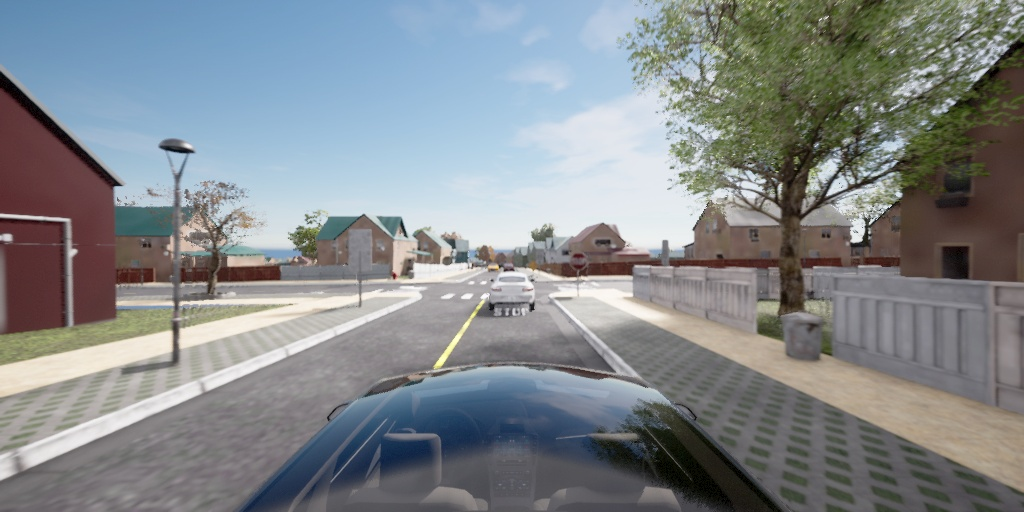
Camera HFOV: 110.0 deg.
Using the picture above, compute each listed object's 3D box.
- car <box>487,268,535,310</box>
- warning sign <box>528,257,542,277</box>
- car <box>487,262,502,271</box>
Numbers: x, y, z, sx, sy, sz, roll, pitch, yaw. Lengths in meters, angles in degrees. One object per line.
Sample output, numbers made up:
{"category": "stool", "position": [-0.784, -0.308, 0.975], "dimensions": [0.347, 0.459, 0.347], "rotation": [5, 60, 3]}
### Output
{"category": "car", "position": [0.015, 1.419, 15.516], "dimensions": [1.812, 1.442, 4.674], "rotation": [0, -1, 0]}
{"category": "warning sign", "position": [2.357, 1.333, 39.867], "dimensions": [1.300, 1.860, 1.060], "rotation": [0, 0, -1]}
{"category": "car", "position": [-3.299, 2.079, 63.196], "dimensions": [1.882, 1.535, 5.008], "rotation": [0, -1, 0]}
